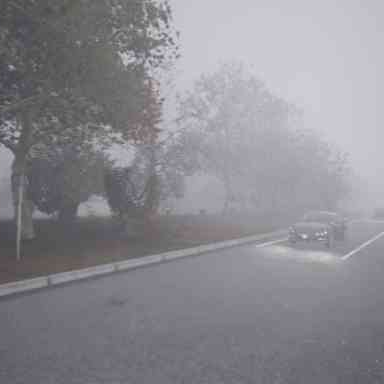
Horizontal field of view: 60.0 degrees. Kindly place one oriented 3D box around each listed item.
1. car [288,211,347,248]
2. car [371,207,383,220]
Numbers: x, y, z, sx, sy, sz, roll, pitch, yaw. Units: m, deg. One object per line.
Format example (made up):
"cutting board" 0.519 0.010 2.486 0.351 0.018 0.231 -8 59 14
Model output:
"car" 6.340 1.749 16.450 1.837 1.490 4.892 2 0 36
"car" 21.315 2.370 37.032 2.033 1.411 5.357 2 0 36
